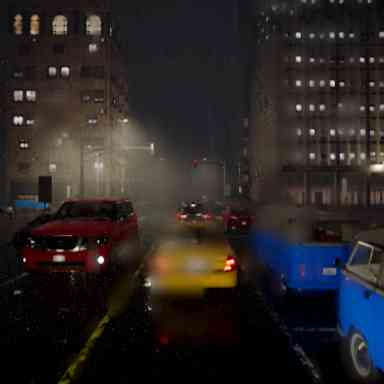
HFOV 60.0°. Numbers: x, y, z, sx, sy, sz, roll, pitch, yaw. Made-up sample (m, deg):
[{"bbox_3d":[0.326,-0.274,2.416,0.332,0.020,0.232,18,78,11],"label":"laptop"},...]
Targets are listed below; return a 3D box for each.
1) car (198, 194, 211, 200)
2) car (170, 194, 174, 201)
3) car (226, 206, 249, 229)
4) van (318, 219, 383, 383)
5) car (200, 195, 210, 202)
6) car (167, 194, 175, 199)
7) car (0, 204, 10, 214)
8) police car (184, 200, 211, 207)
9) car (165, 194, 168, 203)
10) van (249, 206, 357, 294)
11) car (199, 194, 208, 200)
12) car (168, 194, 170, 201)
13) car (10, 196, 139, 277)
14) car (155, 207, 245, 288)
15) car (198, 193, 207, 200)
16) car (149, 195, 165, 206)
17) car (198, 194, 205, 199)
[{"bbox_3d":[2.698,1.314,63.271,2.008,1.369,4.403,1,0,0],"label":"car"},{"bbox_3d":[-5.683,1.263,74.574,2.008,1.369,4.403,1,0,0],"label":"car"},{"bbox_3d":[2.700,1.479,19.524,1.887,1.381,4.507,1,0,0],"label":"car"},{"bbox_3d":[2.703,1.332,2.794,1.690,1.788,3.998,1,0,0],"label":"van"},{"bbox_3d":[2.698,1.283,68.922,1.887,1.381,4.507,1,0,0],"label":"car"},{"bbox_3d":[-5.683,1.162,91.359,1.752,1.417,4.829,1,0,0],"label":"car"},{"bbox_3d":[-19.844,1.509,32.456,4.403,1.369,2.008,0,0,1],"label":"car"},{"bbox_3d":[0.103,1.439,19.450,2.038,1.542,4.974,0,0,0],"label":"police car"},{"bbox_3d":[-5.680,1.229,57.620,1.967,1.590,4.097,1,0,0],"label":"car"},{"bbox_3d":[2.703,1.314,8.370,1.690,1.788,3.998,1,0,0],"label":"van"},{"bbox_3d":[2.697,1.238,80.224,2.008,1.369,4.403,1,0,0],"label":"car"},{"bbox_3d":[-5.682,1.345,63.271,1.802,1.307,4.206,1,0,0],"label":"car"},{"bbox_3d":[-3.062,1.189,10.480,2.150,2.045,5.566,0,0,0],"label":"car"},{"bbox_3d":[0.097,1.426,9.130,1.801,1.575,5.366,0,0,0],"label":"car"},{"bbox_3d":[2.699,1.102,85.877,1.967,1.590,4.097,1,0,0],"label":"car"},{"bbox_3d":[-5.682,1.395,51.968,1.802,1.307,4.206,1,0,0],"label":"car"},{"bbox_3d":[2.697,1.160,91.698,1.752,1.417,4.829,1,0,0],"label":"car"}]
